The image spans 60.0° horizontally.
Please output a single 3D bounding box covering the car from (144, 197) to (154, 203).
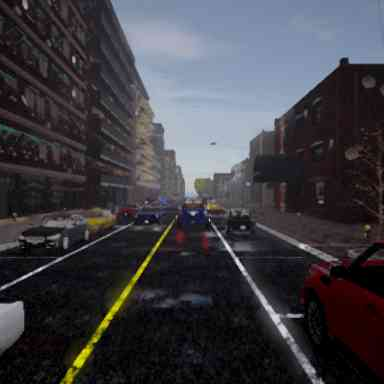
[{"bbox_3d":[-5.688,1.612,36.378,1.967,1.590,4.097,0,0,0],"label":"car"}]

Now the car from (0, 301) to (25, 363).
[{"bbox_3d":[-3.087,1.611,2.061,1.895,1.301,4.718,0,0,0],"label":"car"}]

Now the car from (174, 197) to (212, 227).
[{"bbox_3d":[0.078,1.460,23.712,2.097,1.767,4.553,0,0,0],"label":"car"}]

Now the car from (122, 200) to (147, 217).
[{"bbox_3d":[-5.689,1.689,30.840,1.887,1.381,4.507,0,0,0],"label":"car"}]

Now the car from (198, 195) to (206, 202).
[{"bbox_3d":[2.692,1.817,91.774,2.192,1.841,5.009,0,0,0],"label":"car"}]

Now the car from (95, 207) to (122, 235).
[{"bbox_3d":[-5.689,1.614,19.591,1.752,1.417,4.829,0,0,0],"label":"car"}]

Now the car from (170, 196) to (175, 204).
[{"bbox_3d":[-5.689,1.711,75.154,2.192,1.841,5.009,0,0,0],"label":"car"}]

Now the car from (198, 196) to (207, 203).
[{"bbox_3d":[2.692,1.906,86.232,1.967,1.590,4.097,0,0,0],"label":"car"}]

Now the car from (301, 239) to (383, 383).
[{"bbox_3d":[2.693,1.329,3.145,2.192,1.841,5.009,0,0,0],"label":"car"}]

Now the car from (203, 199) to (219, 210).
[{"bbox_3d":[2.691,1.781,47.457,2.008,1.369,4.403,0,0,0],"label":"car"}]

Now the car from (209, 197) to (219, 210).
[{"bbox_3d":[2.692,1.727,42.088,1.752,1.417,4.829,0,0,0],"label":"car"}]

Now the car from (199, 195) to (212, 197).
[{"bbox_3d":[2.692,1.609,58.536,2.192,1.841,5.009,0,0,0],"label":"car"}]

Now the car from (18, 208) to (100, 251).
[{"bbox_3d":[-5.689,1.614,14.222,2.008,1.369,4.403,0,0,0],"label":"car"}]

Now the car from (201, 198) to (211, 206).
[{"bbox_3d":[2.692,1.853,64.244,1.752,1.417,4.829,0,0,0],"label":"car"}]

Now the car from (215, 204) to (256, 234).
[{"bbox_3d":[2.692,1.640,19.761,2.008,1.369,4.403,0,0,0],"label":"car"}]

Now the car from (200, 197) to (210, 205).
[{"bbox_3d":[2.692,1.801,69.614,1.967,1.590,4.097,0,0,0],"label":"car"}]

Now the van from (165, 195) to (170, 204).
[{"bbox_3d":[-5.689,1.667,64.076,1.690,1.788,3.998,0,0,0],"label":"van"}]

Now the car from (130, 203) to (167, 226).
[{"bbox_3d":[-3.062,1.715,24.726,1.895,1.301,4.718,0,0,0],"label":"car"}]

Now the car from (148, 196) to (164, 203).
[{"bbox_3d":[-5.688,1.546,47.458,2.192,1.841,5.009,0,0,0],"label":"car"}]
